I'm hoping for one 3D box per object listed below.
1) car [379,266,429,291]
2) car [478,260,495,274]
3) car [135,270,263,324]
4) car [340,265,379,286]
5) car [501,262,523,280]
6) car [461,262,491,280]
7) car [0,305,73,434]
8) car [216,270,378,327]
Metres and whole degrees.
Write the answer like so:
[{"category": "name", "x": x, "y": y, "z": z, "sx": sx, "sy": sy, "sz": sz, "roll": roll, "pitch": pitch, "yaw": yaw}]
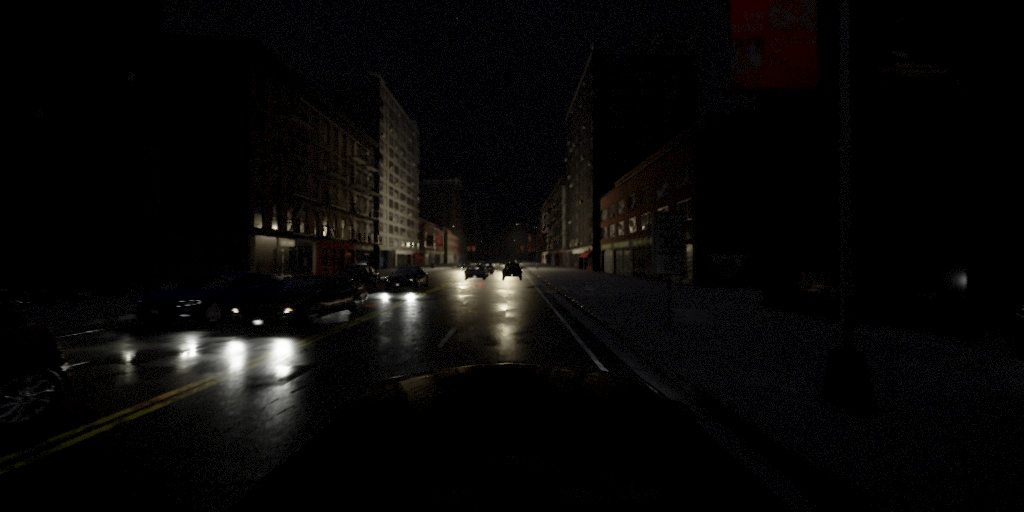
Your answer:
[{"category": "car", "x": -6.588, "y": 1.389, "z": 22.949, "sx": 1.812, "sy": 1.442, "sz": 4.674, "roll": 0, "pitch": 0, "yaw": 0}, {"category": "car", "x": -3.226, "y": 1.531, "z": 45.510, "sx": 2.033, "sy": 1.411, "sz": 5.357, "roll": 0, "pitch": 0, "yaw": 1}, {"category": "car", "x": -9.849, "y": 1.285, "z": 12.383, "sx": 1.882, "sy": 1.535, "sz": 5.008, "roll": 0, "pitch": 0, "yaw": 0}, {"category": "car", "x": -9.845, "y": 1.353, "z": 22.483, "sx": 2.128, "sy": 1.511, "sz": 4.902, "roll": 0, "pitch": 0, "yaw": 0}, {"category": "car", "x": 0.009, "y": 1.423, "z": 33.475, "sx": 1.837, "sy": 1.490, "sz": 4.892, "roll": 0, "pitch": -1, "yaw": 0}, {"category": "car", "x": -3.248, "y": 1.520, "z": 33.342, "sx": 1.895, "sy": 1.301, "sz": 4.718, "roll": 0, "pitch": 0, "yaw": 0}, {"category": "car", "x": -6.598, "y": 1.106, "z": 2.495, "sx": 2.097, "sy": 1.767, "sz": 4.553, "roll": 0, "pitch": 0, "yaw": 0}, {"category": "car", "x": -6.601, "y": 1.353, "z": 11.976, "sx": 2.033, "sy": 1.411, "sz": 5.357, "roll": 0, "pitch": 0, "yaw": 0}]
